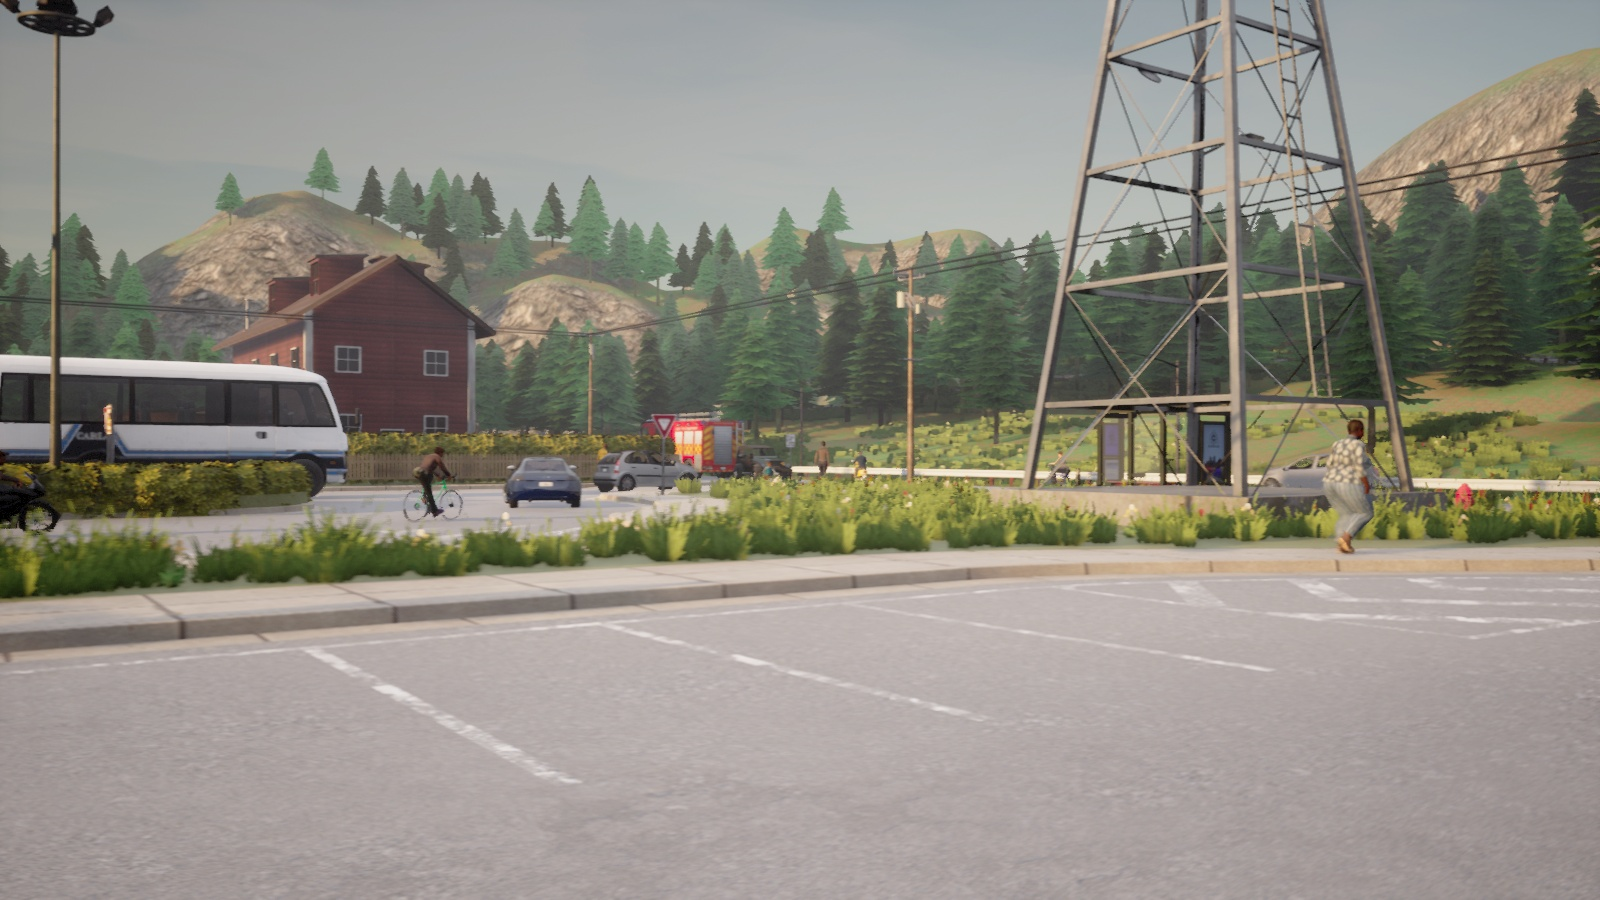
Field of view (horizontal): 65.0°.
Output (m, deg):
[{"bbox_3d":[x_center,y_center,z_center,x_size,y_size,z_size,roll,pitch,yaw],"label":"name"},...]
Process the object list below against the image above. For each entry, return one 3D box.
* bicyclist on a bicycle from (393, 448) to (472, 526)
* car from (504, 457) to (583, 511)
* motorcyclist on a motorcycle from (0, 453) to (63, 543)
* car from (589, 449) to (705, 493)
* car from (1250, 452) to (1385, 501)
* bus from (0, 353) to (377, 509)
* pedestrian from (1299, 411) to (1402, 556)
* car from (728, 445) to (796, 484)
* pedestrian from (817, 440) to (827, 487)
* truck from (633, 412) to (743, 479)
[{"bbox_3d":[-7.914,0.781,27.118,0.582,1.620,1.656,-1,-1,33],"label":"bicyclist on a bicycle"},{"bbox_3d":[-7.244,0.910,35.195,1.994,1.385,4.181,0,0,-14],"label":"car"},{"bbox_3d":[-13.746,0.808,21.339,2.044,1.523,0.797,0,0,-34],"label":"motorcyclist on a motorcycle"},{"bbox_3d":[-5.772,0.771,47.593,3.988,1.617,1.851,0,0,-39],"label":"car"},{"bbox_3d":[16.765,0.823,40.835,1.845,1.501,3.633,0,0,-34],"label":"car"},{"bbox_3d":[-18.832,-0.497,38.749,10.273,4.253,3.944,0,0,-34],"label":"bus"},{"bbox_3d":[7.251,0.425,16.574,0.900,1.855,0.874,0,0,-14],"label":"pedestrian"},{"bbox_3d":[-1.916,0.697,61.957,1.905,1.878,3.866,0,0,-26],"label":"car"},{"bbox_3d":[0.841,0.516,48.160,0.328,1.805,0.869,0,0,5],"label":"pedestrian"},{"bbox_3d":[-6.902,-0.219,76.152,2.891,3.827,8.468,0,0,-34],"label":"truck"}]
